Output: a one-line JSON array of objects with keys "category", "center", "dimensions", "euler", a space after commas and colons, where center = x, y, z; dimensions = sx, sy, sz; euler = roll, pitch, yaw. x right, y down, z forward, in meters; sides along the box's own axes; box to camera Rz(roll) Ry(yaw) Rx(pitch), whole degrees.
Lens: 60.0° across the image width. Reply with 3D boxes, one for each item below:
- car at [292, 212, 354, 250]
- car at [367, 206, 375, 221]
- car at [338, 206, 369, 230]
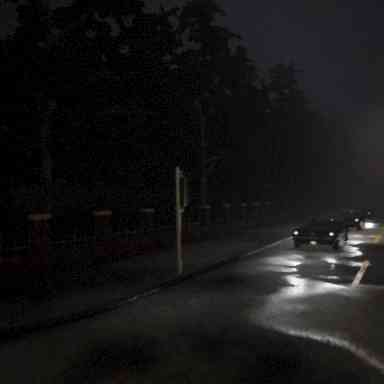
[{"category": "car", "center": [6.272, 1.853, 15.897], "dimensions": [1.895, 1.301, 4.718], "euler": [-2, -2, 32]}, {"category": "car", "center": [16.667, 2.024, 32.404], "dimensions": [1.895, 1.301, 4.718], "euler": [-2, -2, 32]}, {"category": "car", "center": [11.177, 1.934, 23.704], "dimensions": [1.895, 1.301, 4.718], "euler": [-2, -2, 32]}]
